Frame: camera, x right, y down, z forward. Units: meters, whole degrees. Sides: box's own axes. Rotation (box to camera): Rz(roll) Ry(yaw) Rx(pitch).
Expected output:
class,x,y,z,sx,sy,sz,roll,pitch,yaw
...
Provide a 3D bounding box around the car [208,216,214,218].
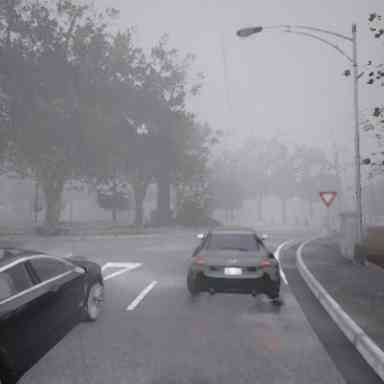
class,x,y,z,sx,sy,sz,roll,pitch,yaw
car,0.941,4.011,50.943,4.718,1.301,1.895,-3,-5,42

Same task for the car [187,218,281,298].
class,x,y,z,sx,sy,sz,roll,pitch,yaw
car,1.047,1.576,8.569,1.994,1.385,4.181,0,-1,7

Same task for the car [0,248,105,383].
class,x,y,z,sx,sy,sz,roll,pitch,yaw
car,-2.663,1.491,4.365,2.128,1.511,4.902,0,0,4
